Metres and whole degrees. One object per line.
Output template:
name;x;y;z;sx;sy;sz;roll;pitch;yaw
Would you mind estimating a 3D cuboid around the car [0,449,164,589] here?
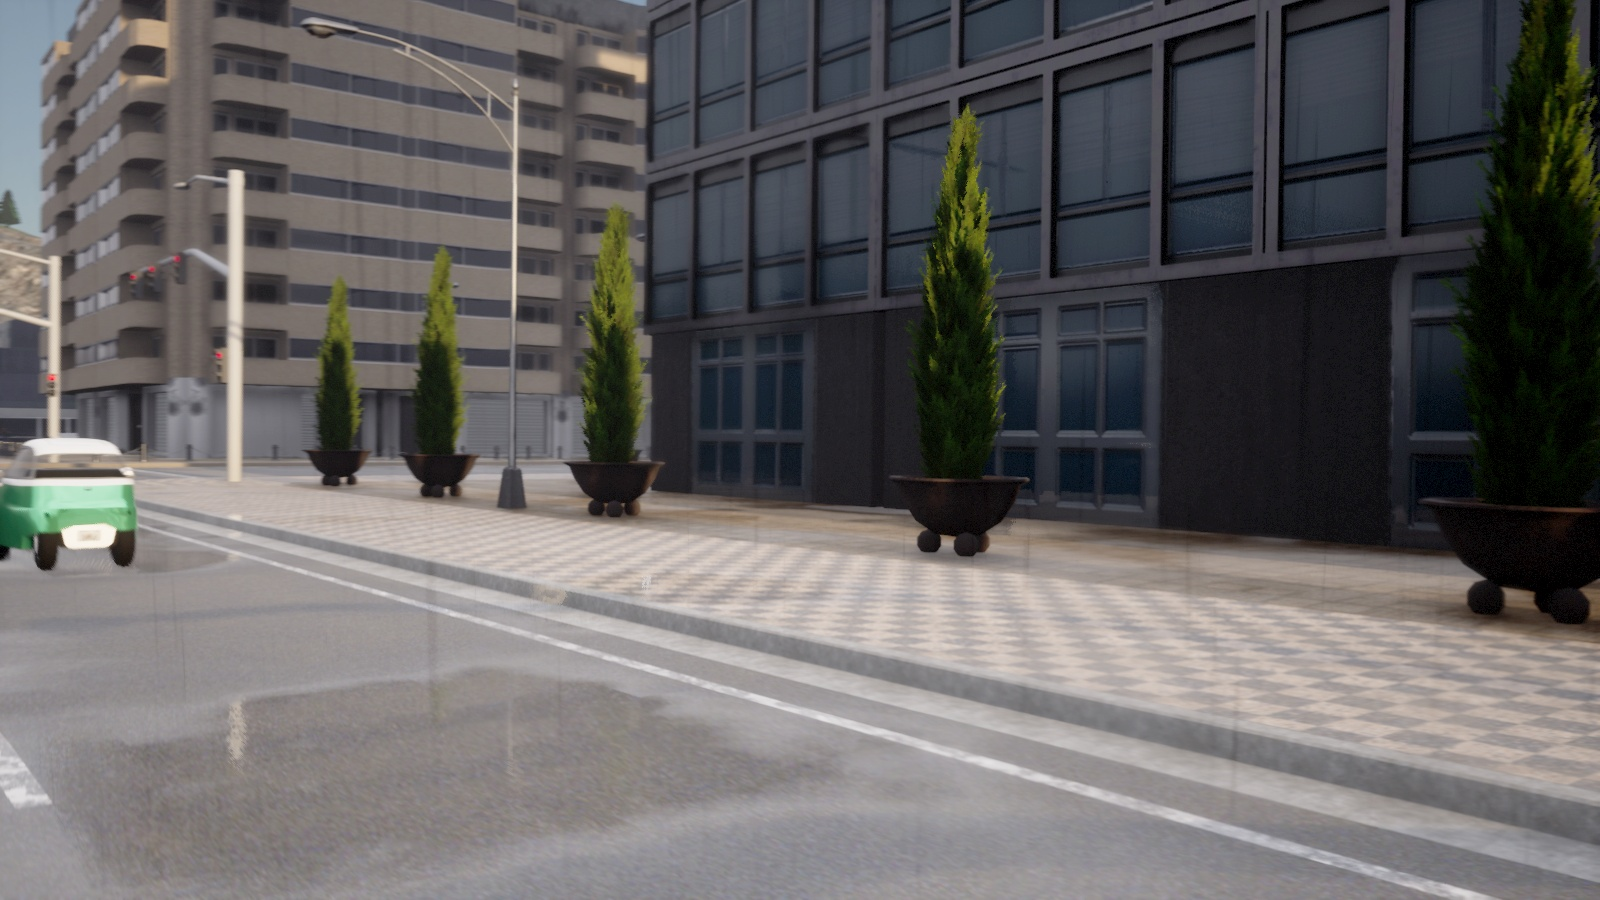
car;-8.176;0.696;13.988;1.481;1.376;2.207;-1;1;-39
